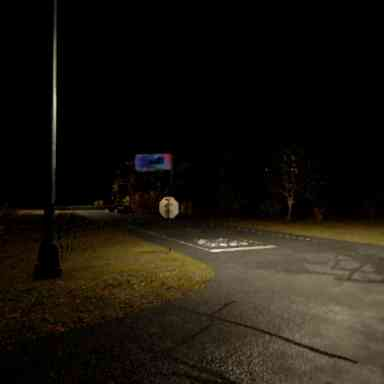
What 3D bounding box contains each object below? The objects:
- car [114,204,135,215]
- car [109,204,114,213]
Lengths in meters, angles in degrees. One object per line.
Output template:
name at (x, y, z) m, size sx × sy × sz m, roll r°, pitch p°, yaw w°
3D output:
car at (-10.367, 2.816, 52.242) m, size 2.033 × 1.411 × 5.357 m, roll 1°, pitch -2°, yaw -24°
car at (-13.334, 2.922, 58.730) m, size 2.128 × 1.511 × 4.902 m, roll 1°, pitch -2°, yaw -24°
